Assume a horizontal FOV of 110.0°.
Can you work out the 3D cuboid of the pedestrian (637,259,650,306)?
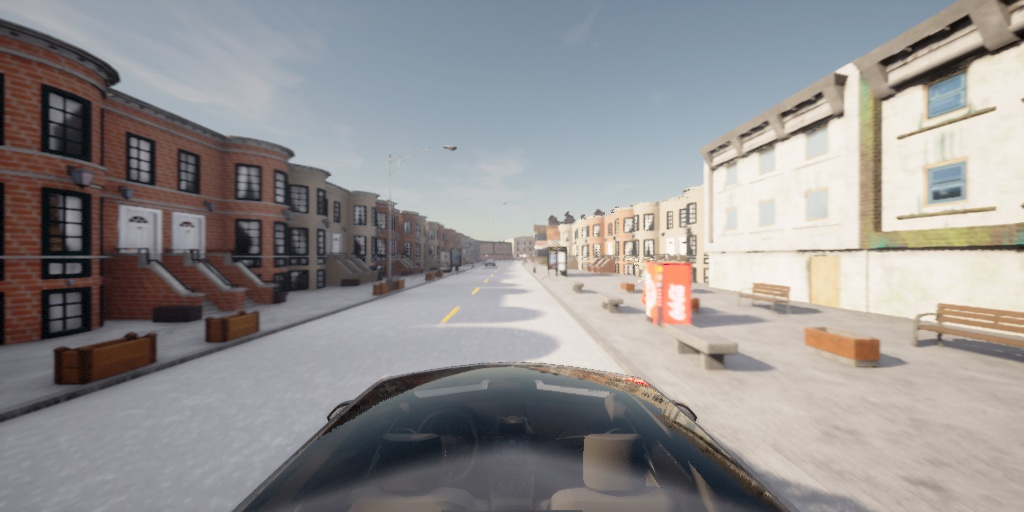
[{"bbox_3d":[4.152,0.934,10.985,0.375,1.860,0.375,0,0,0],"label":"pedestrian"}]

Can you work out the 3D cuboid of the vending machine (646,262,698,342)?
[{"bbox_3d":[4.305,1.160,9.935,1.100,2.100,0.880,0,0,0],"label":"vending machine"}]

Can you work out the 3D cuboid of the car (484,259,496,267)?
[{"bbox_3d":[-3.885,1.237,64.521,1.812,1.442,4.674,0,0,1],"label":"car"}]
